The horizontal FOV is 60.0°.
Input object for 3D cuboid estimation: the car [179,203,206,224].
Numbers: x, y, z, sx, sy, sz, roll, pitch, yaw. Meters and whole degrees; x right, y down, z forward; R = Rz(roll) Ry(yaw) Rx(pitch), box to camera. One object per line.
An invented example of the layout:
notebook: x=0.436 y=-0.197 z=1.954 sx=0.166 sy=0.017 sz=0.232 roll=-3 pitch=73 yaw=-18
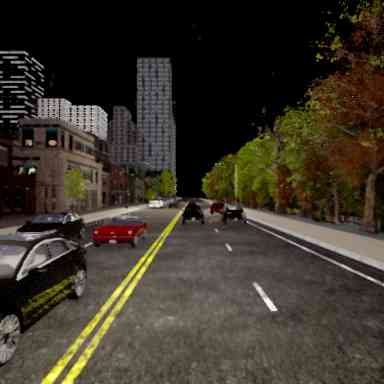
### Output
car: x=0.109 y=1.894 z=28.684 sx=1.837 sy=1.490 sz=4.892 roll=0 pitch=0 yaw=0

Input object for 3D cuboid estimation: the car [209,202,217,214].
car: x=3.325 y=2.058 z=43.162 sx=1.882 sy=1.535 sz=5.008 roll=0 pitch=-1 yaw=0

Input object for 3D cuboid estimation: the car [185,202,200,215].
car: x=0.076 y=2.109 z=43.440 sx=1.812 sy=1.442 sz=4.674 roll=0 pitch=-1 yaw=0

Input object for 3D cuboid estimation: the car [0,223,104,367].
car: x=-3.345 y=1.574 z=5.929 sx=2.128 sy=1.511 sz=4.902 roll=0 pitch=-1 yaw=0

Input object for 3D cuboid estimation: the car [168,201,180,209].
car: x=-3.258 y=2.370 z=60.280 sx=1.994 sy=1.385 sz=4.181 roll=0 pitch=-1 yaw=1

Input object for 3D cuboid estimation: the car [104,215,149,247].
car: x=-3.334 y=1.822 z=16.252 sx=1.895 sy=1.301 sz=4.718 roll=0 pitch=-1 yaw=0

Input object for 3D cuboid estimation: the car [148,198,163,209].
car: x=-6.504 y=2.028 z=60.243 sx=2.150 sy=2.045 sz=5.566 roll=0 pitch=-1 yaw=1

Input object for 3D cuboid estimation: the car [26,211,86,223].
car: x=-6.585 y=1.710 z=16.010 sx=2.128 sy=1.511 sz=4.902 roll=0 pitch=-1 yaw=0

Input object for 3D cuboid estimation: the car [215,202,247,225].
car: x=3.360 y=1.867 z=27.760 sx=2.128 sy=1.511 sz=4.902 roll=0 pitch=-1 yaw=0
